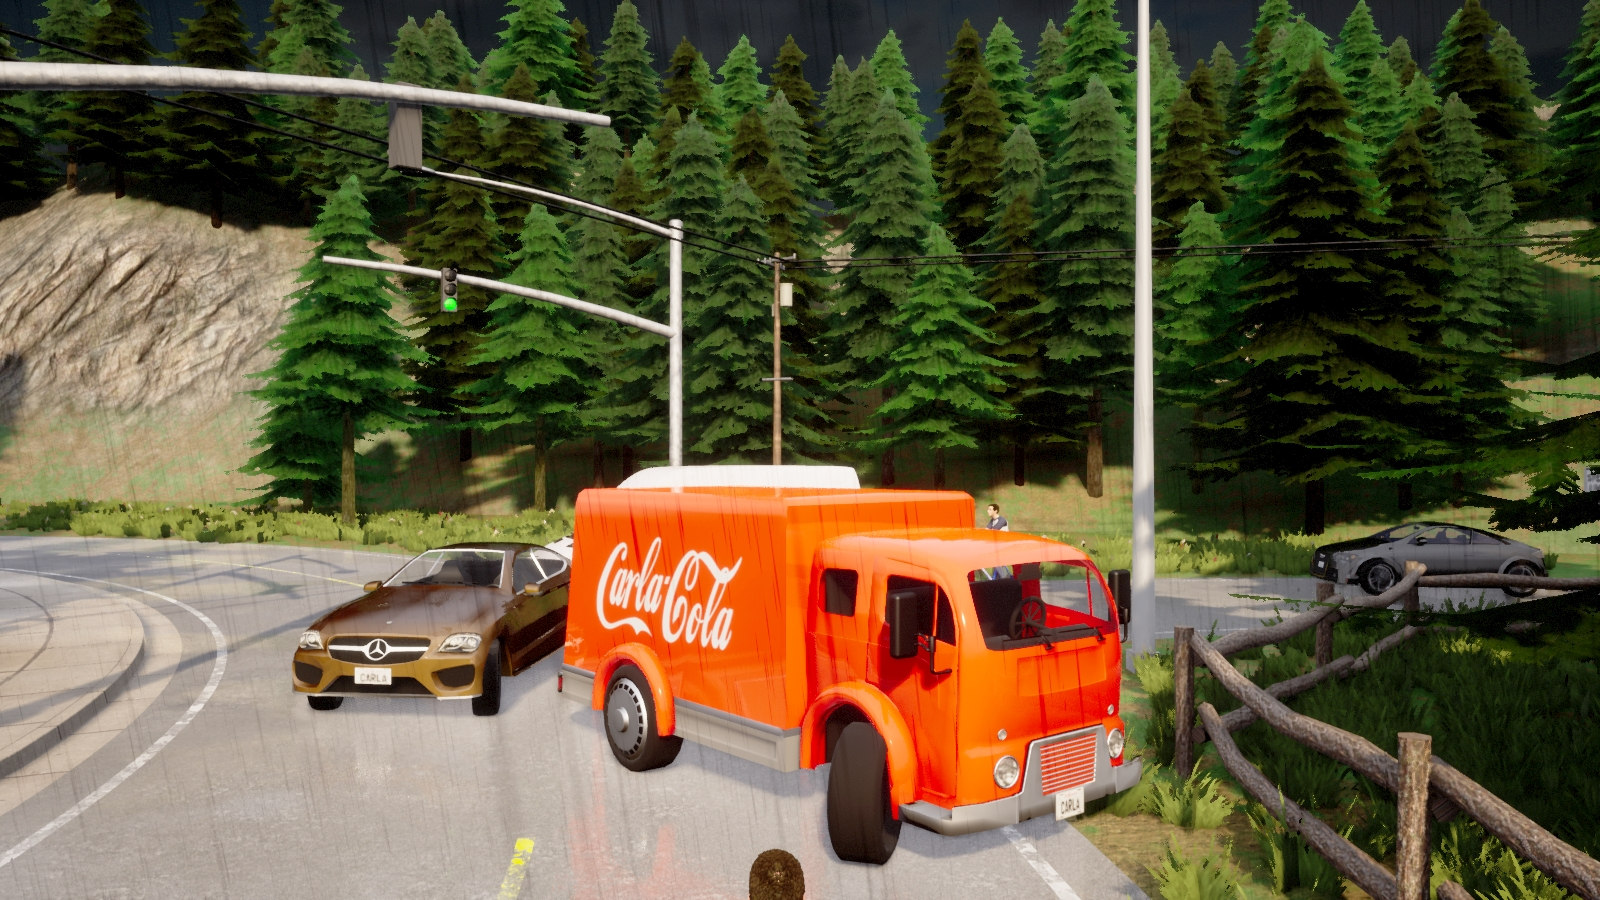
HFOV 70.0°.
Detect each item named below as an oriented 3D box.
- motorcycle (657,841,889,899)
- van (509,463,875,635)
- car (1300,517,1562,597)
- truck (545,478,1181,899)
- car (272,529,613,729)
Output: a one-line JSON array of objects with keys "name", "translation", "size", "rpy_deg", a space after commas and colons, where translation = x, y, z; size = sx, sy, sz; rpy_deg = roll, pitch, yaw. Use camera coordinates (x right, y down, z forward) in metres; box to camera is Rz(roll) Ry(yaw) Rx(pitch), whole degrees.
[{"name": "motorcycle", "translation": [-0.074, 2.159, 3.526], "size": [0.803, 1.199, 2.033], "rpy_deg": [0, 0, -2]}, {"name": "van", "translation": [-1.776, 1.528, 19.549], "size": [5.915, 2.561, 1.988], "rpy_deg": [0, 0, -27]}, {"name": "car", "translation": [12.589, 2.119, 23.051], "size": [4.181, 1.385, 1.994], "rpy_deg": [0, 0, 6]}, {"name": "truck", "translation": [0.202, 1.542, 9.769], "size": [2.627, 2.467, 5.204], "rpy_deg": [0, 0, -39]}, {"name": "car", "translation": [-4.038, 1.970, 14.038], "size": [2.152, 1.651, 5.027], "rpy_deg": [0, 0, 6]}]
